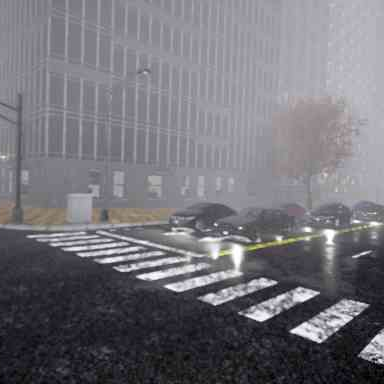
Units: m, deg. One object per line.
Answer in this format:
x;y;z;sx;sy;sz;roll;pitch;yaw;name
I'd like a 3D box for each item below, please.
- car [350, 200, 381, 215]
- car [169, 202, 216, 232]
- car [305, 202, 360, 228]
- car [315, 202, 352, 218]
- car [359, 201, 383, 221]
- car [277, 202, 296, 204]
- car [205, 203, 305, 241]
20.725;1.828;39.666;1.882;1.535;5.008;4;1;44;car
0.778;1.292;18.560;1.812;1.442;4.674;3;1;42;car
9.894;1.614;23.507;1.837;1.490;4.892;4;1;43;car
13.827;1.713;32.417;1.994;1.385;4.181;4;1;43;car
16.766;1.837;30.789;1.812;1.442;4.674;4;1;44;car
7.010;1.475;25.184;1.812;1.442;4.674;4;1;43;car
3.314;1.464;16.529;2.033;1.411;5.357;4;1;43;car
